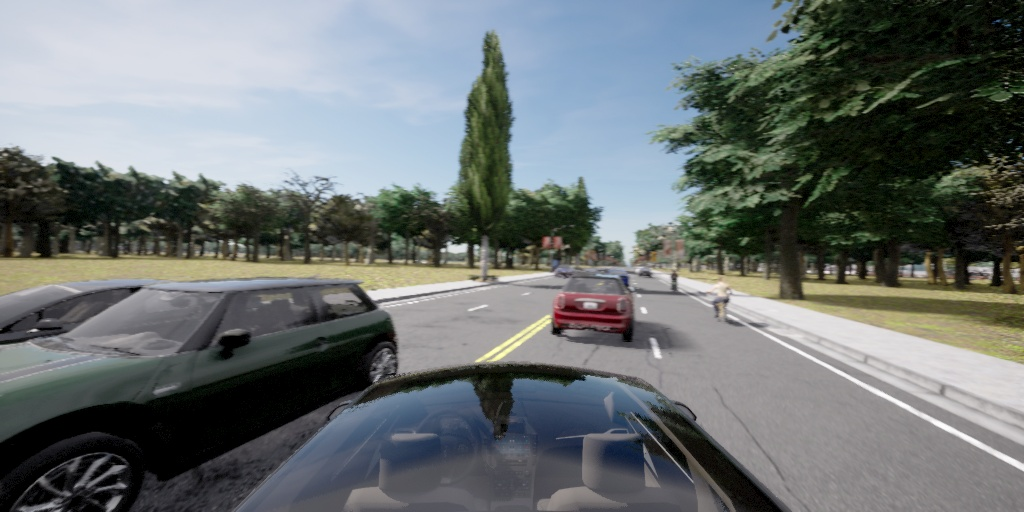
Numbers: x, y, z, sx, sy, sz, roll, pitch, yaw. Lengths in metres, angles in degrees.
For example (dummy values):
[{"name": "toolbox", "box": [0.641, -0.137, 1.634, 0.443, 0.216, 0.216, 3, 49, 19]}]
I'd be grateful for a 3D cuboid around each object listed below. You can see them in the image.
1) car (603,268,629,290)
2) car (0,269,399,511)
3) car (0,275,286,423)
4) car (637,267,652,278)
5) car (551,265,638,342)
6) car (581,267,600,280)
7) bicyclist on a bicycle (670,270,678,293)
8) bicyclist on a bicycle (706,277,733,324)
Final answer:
[{"name": "car", "box": [8.739, 1.854, 29.800, 1.882, 1.535, 5.008, 1, -1, 18]}, {"name": "car", "box": [-3.301, 1.039, 3.933, 2.097, 1.767, 4.553, 1, -1, 18]}, {"name": "car", "box": [-6.282, 1.126, 5.282, 1.837, 1.490, 4.892, 1, -1, 18]}, {"name": "car", "box": [20.401, 2.575, 55.149, 1.812, 1.442, 4.674, 1, -1, 18]}, {"name": "car", "box": [2.613, 1.301, 10.960, 2.097, 1.767, 4.553, 1, -1, 18]}, {"name": "car", "box": [9.661, 2.117, 43.777, 1.812, 1.442, 4.674, 1, -1, 18]}, {"name": "bicyclist on a bicycle", "box": [11.728, 1.861, 25.921, 0.582, 1.620, 1.656, 1, -1, 18]}, {"name": "bicyclist on a bicycle", "box": [7.431, 1.545, 12.771, 0.866, 1.612, 1.509, 1, -1, 18]}]
